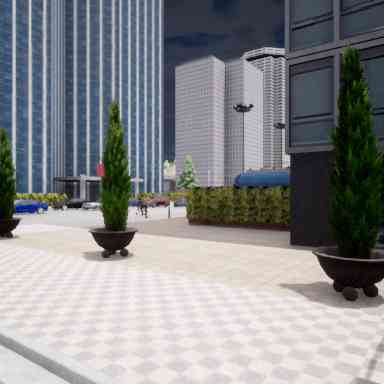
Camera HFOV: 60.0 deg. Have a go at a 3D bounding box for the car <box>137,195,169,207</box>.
[{"bbox_3d":[-5.490,1.352,49.816,2.097,1.767,4.553,0,0,35],"label":"car"}]

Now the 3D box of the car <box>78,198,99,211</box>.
[{"bbox_3d":[-11.338,1.601,41.516,1.895,1.301,4.718,0,0,35],"label":"car"}]

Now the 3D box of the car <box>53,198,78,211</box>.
[{"bbox_3d":[-15.215,1.478,42.086,1.882,1.535,5.008,0,0,35],"label":"car"}]

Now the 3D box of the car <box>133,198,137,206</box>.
[{"bbox_3d":[-9.287,1.547,50.511,2.033,1.411,5.357,0,0,35],"label":"car"}]

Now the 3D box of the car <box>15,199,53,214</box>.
[{"bbox_3d":[-17.048,1.478,33.383,1.882,1.535,5.008,0,0,35],"label":"car"}]

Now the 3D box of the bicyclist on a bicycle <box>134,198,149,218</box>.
[{"bbox_3d":[-4.075,1.301,26.657,1.656,1.620,0.582,0,0,35],"label":"bicyclist on a bicycle"}]

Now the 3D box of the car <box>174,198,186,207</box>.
[{"bbox_3d":[-0.809,1.564,50.081,1.994,1.385,4.181,0,0,35],"label":"car"}]
